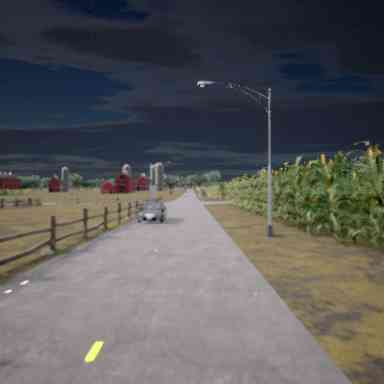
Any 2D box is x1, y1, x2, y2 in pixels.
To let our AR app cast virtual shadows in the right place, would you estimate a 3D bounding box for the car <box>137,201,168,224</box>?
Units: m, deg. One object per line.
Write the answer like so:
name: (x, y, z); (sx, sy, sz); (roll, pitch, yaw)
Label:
car: (-2.855, 1.469, 24.730); (2.128, 1.511, 4.902); (0, 0, 0)
